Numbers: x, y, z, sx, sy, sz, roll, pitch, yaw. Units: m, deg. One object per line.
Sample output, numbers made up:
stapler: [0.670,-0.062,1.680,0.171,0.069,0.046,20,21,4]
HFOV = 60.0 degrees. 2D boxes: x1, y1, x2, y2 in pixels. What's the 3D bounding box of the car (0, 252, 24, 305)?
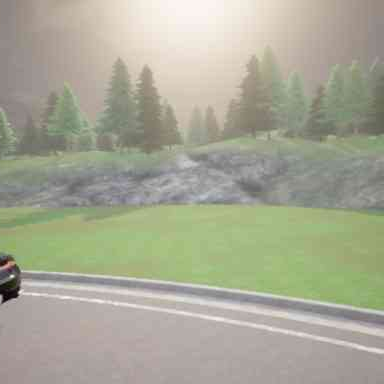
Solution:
car: [-5.273,1.433,5.456,4.902,1.511,2.128,-1,1,13]
